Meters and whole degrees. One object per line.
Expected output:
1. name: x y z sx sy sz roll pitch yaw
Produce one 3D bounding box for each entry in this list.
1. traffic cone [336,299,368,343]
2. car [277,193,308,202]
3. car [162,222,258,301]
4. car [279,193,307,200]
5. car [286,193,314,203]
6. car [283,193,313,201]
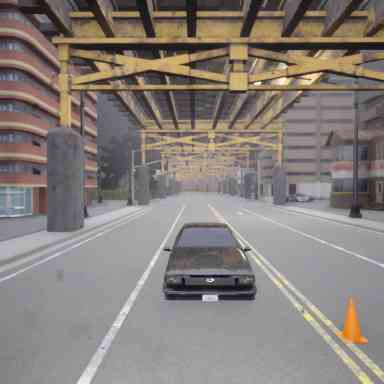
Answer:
1. traffic cone: 2.455 1.949 5.111 0.340 0.580 0.340 0 0 0
2. car: 17.831 0.959 58.984 4.974 1.542 2.038 0 1 25
3. car: 0.364 1.533 8.719 2.033 1.411 5.357 0 0 1
4. car: 17.878 0.801 58.960 4.536 1.218 1.853 0 1 25
5. car: 17.482 1.006 54.827 4.974 1.542 2.038 0 1 -20
6. car: 17.531 0.848 54.843 4.536 1.218 1.853 0 1 -20
